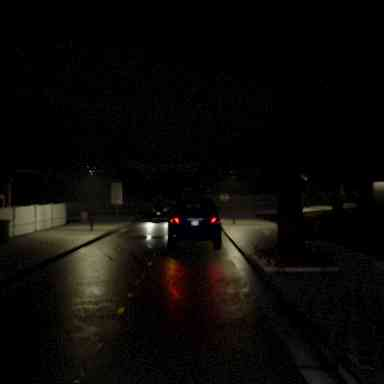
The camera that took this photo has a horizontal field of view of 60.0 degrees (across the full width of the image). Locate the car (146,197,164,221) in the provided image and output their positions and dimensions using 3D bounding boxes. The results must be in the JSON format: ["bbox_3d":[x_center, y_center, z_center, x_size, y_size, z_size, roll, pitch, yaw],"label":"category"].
[{"bbox_3d":[-2.744,1.442,29.983,2.150,2.045,5.566,0,-1,0],"label":"car"}]

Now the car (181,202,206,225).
[{"bbox_3d":[0.104,1.674,26.953,1.882,1.535,5.008,0,0,0],"label":"car"}]

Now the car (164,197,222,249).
[{"bbox_3d":[0.105,1.325,15.122,2.150,2.045,5.566,0,-1,0],"label":"car"}]
